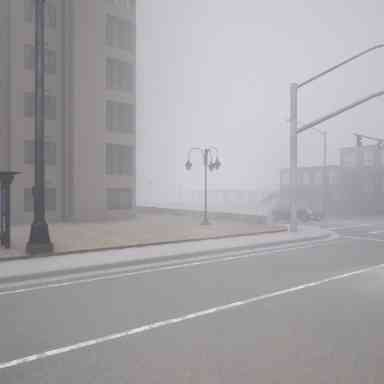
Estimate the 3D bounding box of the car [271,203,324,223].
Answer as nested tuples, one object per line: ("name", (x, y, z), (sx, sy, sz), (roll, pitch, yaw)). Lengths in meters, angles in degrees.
("car", (9.134, 1.744, 29.112), (2.097, 1.767, 4.553), (1, -5, -36))
